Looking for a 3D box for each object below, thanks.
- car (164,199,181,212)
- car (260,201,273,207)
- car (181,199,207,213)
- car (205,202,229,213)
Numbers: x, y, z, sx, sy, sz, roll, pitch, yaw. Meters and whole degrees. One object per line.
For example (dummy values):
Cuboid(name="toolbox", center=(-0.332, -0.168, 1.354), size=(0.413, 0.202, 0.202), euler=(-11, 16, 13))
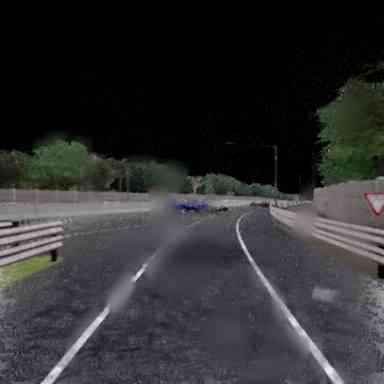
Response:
Cuboid(name="car", center=(-2.329, 2.117, 52.387), size=(2.150, 2.045, 5.566), euler=(0, -1, 23))
Cuboid(name="car", center=(19.668, 3.132, 85.677), size=(1.837, 1.490, 4.892), euler=(0, -1, 23))
Cuboid(name="car", center=(0.884, 2.110, 51.000), size=(2.150, 2.045, 5.566), euler=(0, -1, 23))
Cuboid(name="car", center=(4.090, 2.483, 49.592), size=(1.895, 1.301, 4.718), euler=(0, -1, 23))
